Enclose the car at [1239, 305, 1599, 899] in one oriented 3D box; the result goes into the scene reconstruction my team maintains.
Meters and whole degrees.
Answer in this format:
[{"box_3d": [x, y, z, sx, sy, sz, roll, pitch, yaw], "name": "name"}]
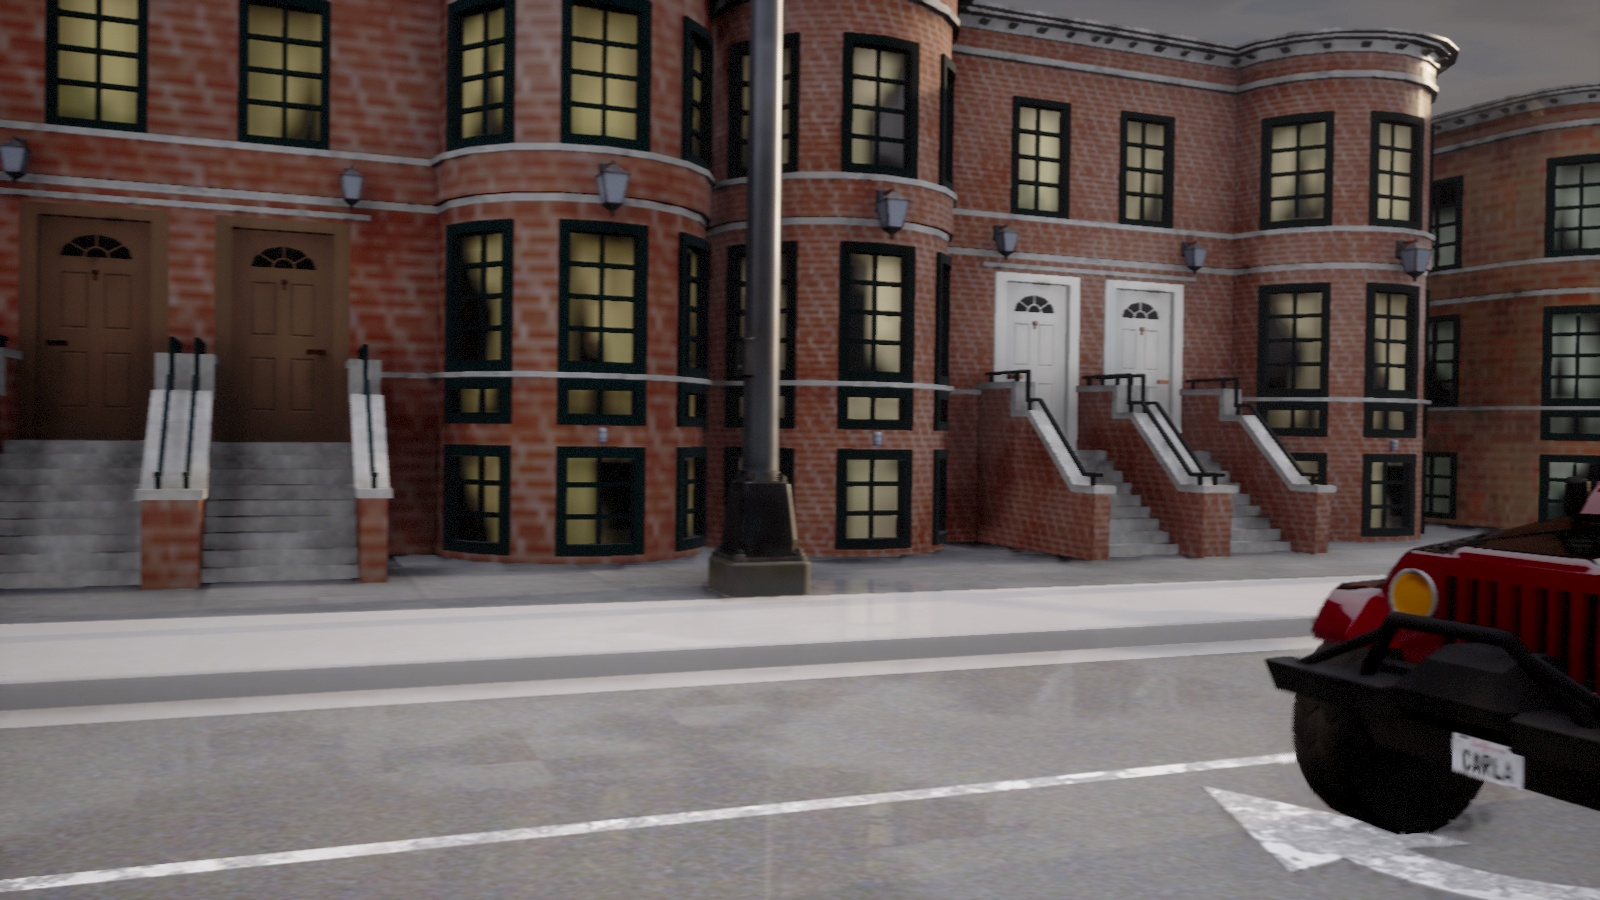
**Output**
[{"box_3d": [3.873, 0.501, 4.743, 3.866, 1.878, 1.905, -1, 1, -21], "name": "car"}]
